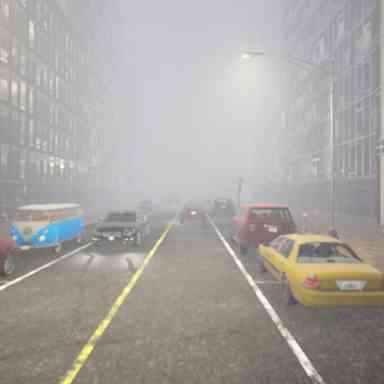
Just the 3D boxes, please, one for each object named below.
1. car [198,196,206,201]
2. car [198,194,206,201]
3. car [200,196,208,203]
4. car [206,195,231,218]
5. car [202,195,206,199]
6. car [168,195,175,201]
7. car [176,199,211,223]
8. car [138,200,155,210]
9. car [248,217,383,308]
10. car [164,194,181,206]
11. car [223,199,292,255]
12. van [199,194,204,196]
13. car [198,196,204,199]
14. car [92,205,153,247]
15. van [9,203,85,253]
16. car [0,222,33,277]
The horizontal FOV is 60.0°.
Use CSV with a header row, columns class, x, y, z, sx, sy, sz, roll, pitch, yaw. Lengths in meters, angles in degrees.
class,x,y,z,sx,sy,sz,roll,pitch,yaw
car,2.690,1.681,87.532,1.947,1.339,4.313,0,0,0
car,2.691,1.428,93.228,2.192,1.841,5.009,0,0,0
car,2.690,1.698,76.138,1.802,1.307,4.206,0,0,0
car,2.691,1.390,30.556,2.192,1.841,5.009,0,0,0
car,2.690,1.651,53.348,1.887,1.381,4.507,0,0,0
car,-5.690,1.639,93.059,1.752,1.417,4.829,0,0,0
car,0.099,1.571,26.536,2.163,1.488,4.792,0,0,0
car,-5.691,1.660,41.953,1.947,1.339,4.313,0,0,0
car,2.690,1.547,7.936,1.752,1.417,4.829,0,0,0
car,-3.061,1.330,56.490,2.150,2.045,5.566,0,0,0
car,2.690,1.352,13.466,2.192,1.841,5.009,0,0,0
van,2.691,1.454,64.741,1.690,1.788,3.998,0,0,0
car,0.099,1.598,42.893,2.163,1.488,4.792,0,0,0
car,-3.100,1.546,15.226,1.837,1.490,4.892,0,0,0
van,-5.690,1.378,13.466,1.690,1.788,3.998,0,0,0
car,-5.690,1.603,7.767,1.802,1.307,4.206,0,0,0
